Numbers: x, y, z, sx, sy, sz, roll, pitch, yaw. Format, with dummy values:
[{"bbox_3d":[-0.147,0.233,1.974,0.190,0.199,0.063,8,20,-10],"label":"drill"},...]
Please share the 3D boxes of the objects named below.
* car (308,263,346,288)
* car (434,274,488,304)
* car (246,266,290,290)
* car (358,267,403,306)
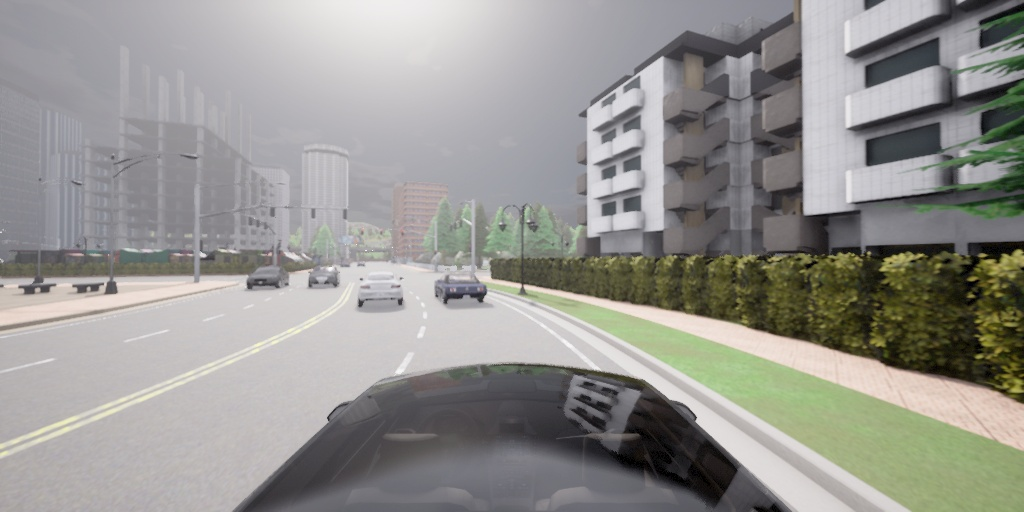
[{"bbox_3d":[-13.871,1.488,26.656,2.128,1.511,4.902,0,-1,-22],"label":"car"},{"bbox_3d":[-2.670,1.500,17.561,1.895,1.301,4.718,0,-1,-19],"label":"car"},{"bbox_3d":[-17.108,1.499,25.326,1.837,1.490,4.892,0,-1,-22],"label":"car"},{"bbox_3d":[-6.082,1.421,16.694,1.812,1.442,4.674,0,0,-19],"label":"car"}]
